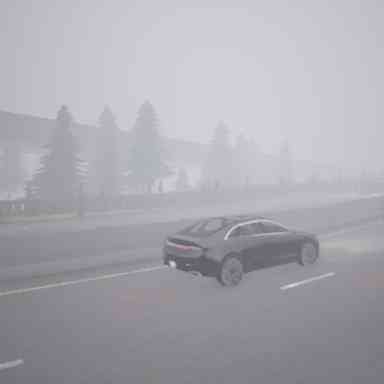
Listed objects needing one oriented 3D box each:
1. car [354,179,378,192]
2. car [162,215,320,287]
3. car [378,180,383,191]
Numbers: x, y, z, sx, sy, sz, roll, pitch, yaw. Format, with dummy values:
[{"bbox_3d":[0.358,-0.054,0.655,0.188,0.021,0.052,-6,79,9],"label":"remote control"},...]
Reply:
[{"bbox_3d":[22.005,-0.802,41.174,4.902,1.511,2.128,-5,3,-35],"label":"car"},{"bbox_3d":[1.517,1.395,9.132,4.902,1.511,2.128,-2,1,-35],"label":"car"},{"bbox_3d":[24.025,-0.802,38.317,4.902,1.511,2.128,-5,3,-35],"label":"car"}]
